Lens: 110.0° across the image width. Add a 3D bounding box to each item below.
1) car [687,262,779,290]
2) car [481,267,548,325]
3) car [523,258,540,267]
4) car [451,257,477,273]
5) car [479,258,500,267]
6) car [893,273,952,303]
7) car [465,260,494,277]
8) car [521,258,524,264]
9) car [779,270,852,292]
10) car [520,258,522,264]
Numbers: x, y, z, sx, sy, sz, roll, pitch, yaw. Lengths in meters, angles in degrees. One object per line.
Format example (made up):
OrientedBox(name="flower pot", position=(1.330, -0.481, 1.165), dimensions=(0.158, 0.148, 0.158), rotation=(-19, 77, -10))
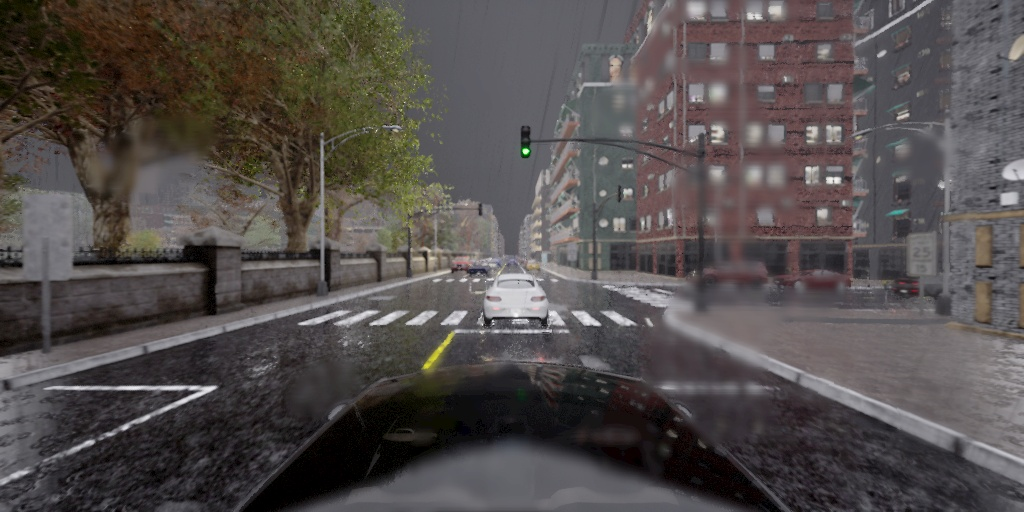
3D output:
OrientedBox(name="car", position=(14.615, 1.289, 24.285), dimensions=(5.009, 1.841, 2.192), rotation=(0, 0, 0))
OrientedBox(name="car", position=(0.107, 1.253, 11.549), dimensions=(1.812, 1.442, 4.674), rotation=(0, 0, 0))
OrientedBox(name="car", position=(2.724, 1.187, 46.584), dimensions=(1.751, 1.417, 4.829), rotation=(0, 0, 0))
OrientedBox(name="car", position=(-5.661, 0.985, 40.885), dimensions=(2.192, 1.841, 5.009), rotation=(0, 0, 0))
OrientedBox(name="car", position=(-3.045, 1.259, 48.102), dimensions=(1.895, 1.301, 4.718), rotation=(0, 0, 0))
OrientedBox(name="car", position=(22.712, 1.661, 18.517), dimensions=(4.892, 1.490, 1.837), rotation=(1, 0, 0))
OrientedBox(name="car", position=(-3.070, 1.281, 35.000), dimensions=(1.895, 1.301, 4.718), rotation=(0, 0, 0))
OrientedBox(name="car", position=(2.729, 1.198, 51.949), dimensions=(1.888, 1.381, 4.507), rotation=(0, 0, 0))
OrientedBox(name="car", position=(20.309, 1.622, 24.298), dimensions=(4.507, 1.381, 1.888), rotation=(0, 0, 0))
OrientedBox(name="car", position=(2.733, 1.195, 57.485), dimensions=(2.007, 1.370, 4.403), rotation=(0, 0, 0))
